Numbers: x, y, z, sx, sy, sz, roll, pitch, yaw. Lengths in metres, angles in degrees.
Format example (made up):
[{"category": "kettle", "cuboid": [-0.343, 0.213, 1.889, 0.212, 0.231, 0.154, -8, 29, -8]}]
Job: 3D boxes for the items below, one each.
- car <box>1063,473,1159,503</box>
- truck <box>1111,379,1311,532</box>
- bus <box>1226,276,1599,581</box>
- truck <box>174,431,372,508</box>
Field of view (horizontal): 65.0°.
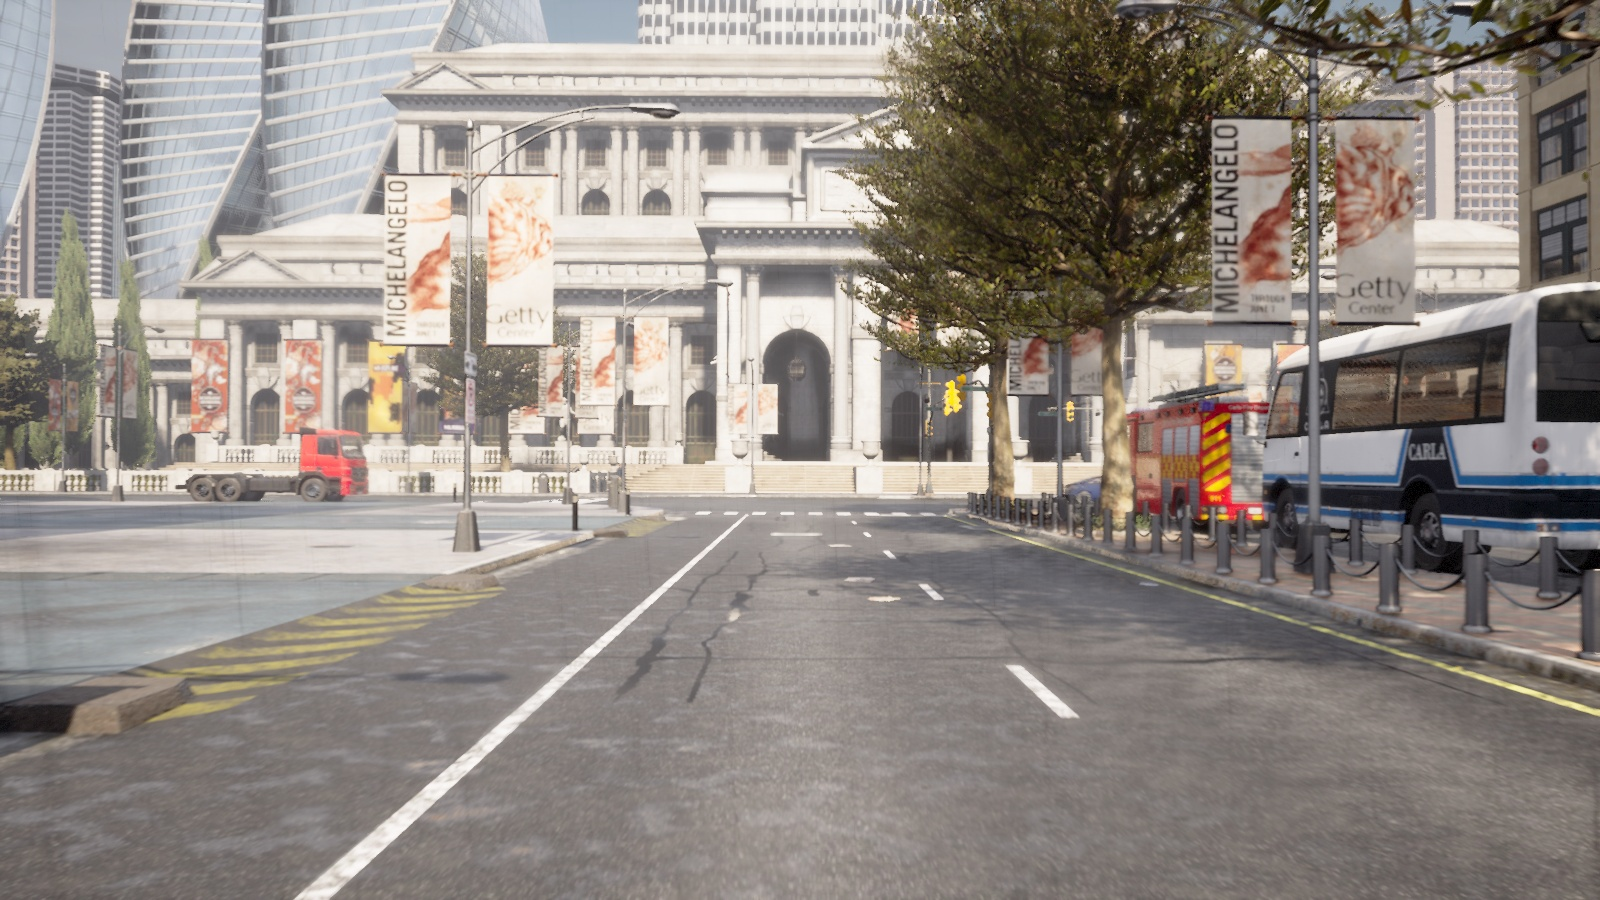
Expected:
[{"category": "car", "cuboid": [15.170, 1.846, 61.410, 4.181, 1.385, 1.994, 0, -1, 0]}, {"category": "truck", "cuboid": [11.362, 0.203, 35.752, 2.891, 3.827, 8.468, 0, -1, 0]}, {"category": "bus", "cuboid": [11.439, -0.228, 22.669, 3.944, 4.253, 10.273, 0, -1, 0]}, {"category": "truck", "cuboid": [-24.224, 0.900, 57.981, 7.936, 3.462, 2.891, 0, -1, 0]}]
